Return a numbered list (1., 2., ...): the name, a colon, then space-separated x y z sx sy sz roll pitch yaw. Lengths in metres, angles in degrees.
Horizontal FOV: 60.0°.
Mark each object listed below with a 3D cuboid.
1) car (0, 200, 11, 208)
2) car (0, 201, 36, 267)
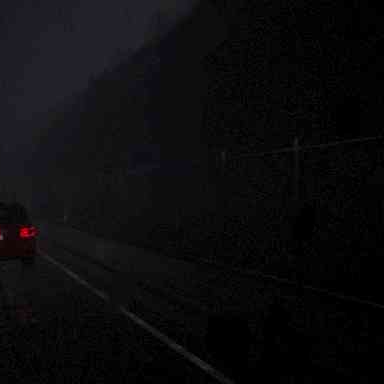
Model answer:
1. car: -34.889 2.188 58.847 2.033 1.411 5.357 -1 0 11
2. car: -6.811 1.348 11.242 2.150 2.045 5.566 0 0 -35
